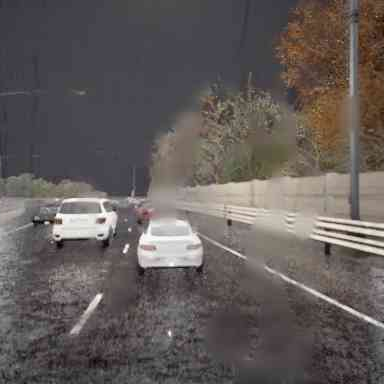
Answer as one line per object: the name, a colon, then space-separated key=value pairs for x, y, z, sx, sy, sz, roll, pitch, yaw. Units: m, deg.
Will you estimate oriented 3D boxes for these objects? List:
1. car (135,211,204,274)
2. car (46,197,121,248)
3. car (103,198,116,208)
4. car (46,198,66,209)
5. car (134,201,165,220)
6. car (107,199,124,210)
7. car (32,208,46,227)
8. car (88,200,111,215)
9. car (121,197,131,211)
car: x=-0.743 y=1.572 z=10.637 sx=1.812 sy=1.442 sz=4.674 roll=0 pitch=0 yaw=-6
car: x=-4.717 y=1.302 z=15.370 sx=2.150 sy=2.045 sz=5.566 roll=0 pitch=0 yaw=-8
car: x=-13.828 y=1.804 z=55.826 sx=1.812 sy=1.442 sz=4.674 roll=0 pitch=0 yaw=-17
car: x=-21.807 y=1.791 z=53.345 sx=2.128 sy=1.511 sz=4.902 roll=0 pitch=0 yaw=-33
car: x=-3.365 y=1.470 z=26.056 sx=2.097 sy=1.767 sz=4.553 roll=0 pitch=0 yaw=-13
car: x=-11.456 y=1.769 z=49.438 sx=1.812 sy=1.442 sz=4.674 roll=0 pitch=0 yaw=-21
car: x=-9.971 y=1.736 z=23.850 sx=1.895 sy=1.301 sz=4.718 roll=0 pitch=0 yaw=-13
car: x=-10.397 y=1.682 z=37.282 sx=2.128 sy=1.511 sz=4.902 roll=0 pitch=0 yaw=-20
car: x=-9.218 y=1.703 z=43.676 sx=2.128 sy=1.511 sz=4.902 roll=0 pitch=0 yaw=-21
